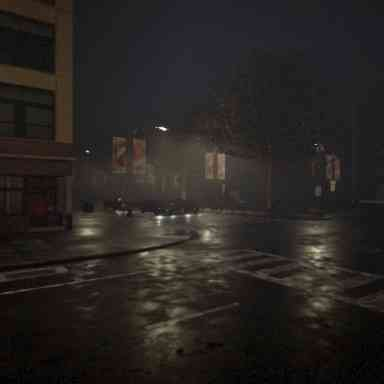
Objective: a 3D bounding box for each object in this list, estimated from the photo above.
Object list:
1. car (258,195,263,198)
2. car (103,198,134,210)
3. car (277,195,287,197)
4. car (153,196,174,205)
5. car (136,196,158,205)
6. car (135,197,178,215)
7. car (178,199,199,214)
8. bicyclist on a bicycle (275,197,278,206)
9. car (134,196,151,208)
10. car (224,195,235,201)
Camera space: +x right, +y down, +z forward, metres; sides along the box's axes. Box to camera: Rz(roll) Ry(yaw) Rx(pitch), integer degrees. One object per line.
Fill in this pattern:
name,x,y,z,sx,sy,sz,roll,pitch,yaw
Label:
car,17.443,1.445,83.143,1.895,1.301,4.718,0,0,-36
car,-9.690,1.487,42.140,2.128,1.511,4.902,0,0,-35
car,18.280,1.304,69.211,2.002,1.452,4.674,0,0,-36
car,-5.350,1.555,61.887,1.994,1.385,4.181,0,0,-36
car,-8.189,1.470,59.840,1.882,1.535,5.008,0,0,-36
car,-3.703,1.521,33.778,1.812,1.442,4.674,0,0,-35
car,-1.135,1.499,36.211,1.837,1.490,4.892,0,0,-36
bicyclist on a bicycle,12.513,1.289,50.585,1.656,1.620,0.582,0,0,-36
car,-6.980,1.595,44.366,1.895,1.301,4.718,0,0,-35
car,7.797,1.399,76.685,2.161,1.482,4.786,0,0,-36
